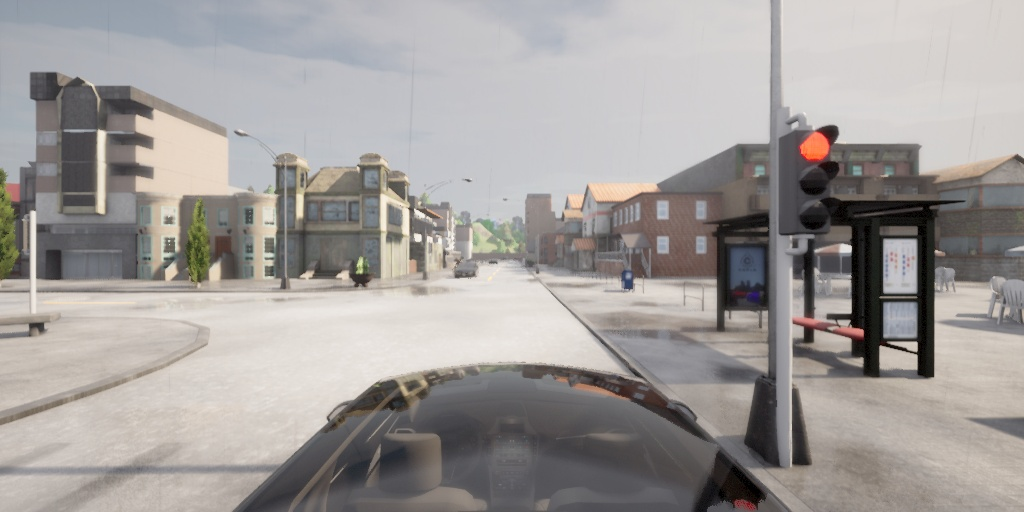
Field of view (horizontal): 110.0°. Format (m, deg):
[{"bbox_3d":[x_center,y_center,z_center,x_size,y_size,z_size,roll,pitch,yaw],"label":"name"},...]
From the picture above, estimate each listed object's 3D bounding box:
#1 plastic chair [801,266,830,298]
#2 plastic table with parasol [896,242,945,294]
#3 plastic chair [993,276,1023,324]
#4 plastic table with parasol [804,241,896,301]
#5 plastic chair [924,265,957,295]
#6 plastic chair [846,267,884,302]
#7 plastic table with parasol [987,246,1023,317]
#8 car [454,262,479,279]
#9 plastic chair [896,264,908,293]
[{"bbox_3d":[14.699,1.263,17.466,0.730,1.272,0.750,0,0,0],"label":"plastic chair"},{"bbox_3d":[22.509,0.656,20.236,2.482,2.480,2.482,0,0,0],"label":"plastic table with parasol"},{"bbox_3d":[13.899,1.271,9.666,0.730,1.272,0.750,0,0,0],"label":"plastic chair"},{"bbox_3d":[15.919,0.659,17.346,2.482,2.480,2.482,0,0,0],"label":"plastic table with parasol"},{"bbox_3d":[22.499,1.262,18.766,0.750,1.272,0.730,0,0,0],"label":"plastic chair"},{"bbox_3d":[15.799,1.265,16.066,0.750,1.272,0.730,0,0,0],"label":"plastic chair"},{"bbox_3d":[15.169,0.667,9.526,2.482,2.480,2.482,0,0,0],"label":"plastic table with parasol"},{"bbox_3d":[-4.004,1.291,32.144,1.837,1.490,4.892,0,1,0],"label":"car"},{"bbox_3d":[21.331,1.260,20.162,0.730,1.272,0.750,0,0,-1],"label":"plastic chair"}]
